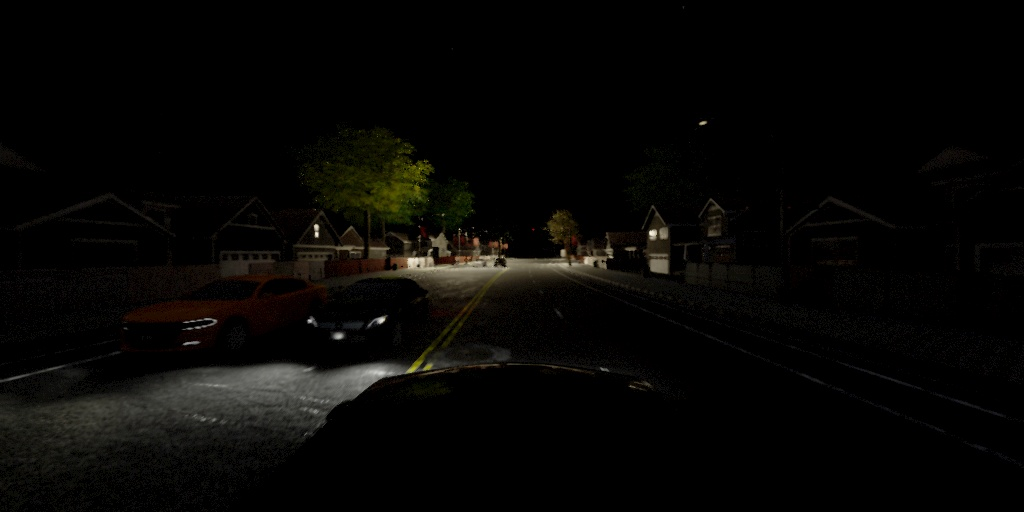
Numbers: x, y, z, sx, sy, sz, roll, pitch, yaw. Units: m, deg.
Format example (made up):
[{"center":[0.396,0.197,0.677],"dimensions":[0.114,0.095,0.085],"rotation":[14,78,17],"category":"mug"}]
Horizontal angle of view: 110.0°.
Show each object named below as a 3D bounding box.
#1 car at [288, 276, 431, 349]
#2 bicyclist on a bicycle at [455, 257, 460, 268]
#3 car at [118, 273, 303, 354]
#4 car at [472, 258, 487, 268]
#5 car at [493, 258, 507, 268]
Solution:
[{"center":[-3.349,1.270,9.234],"dimensions":[1.812,1.442,4.674],"rotation":[0,0,0],"category":"car"},{"center":[-7.789,0.991,50.949],"dimensions":[0.659,1.776,1.843],"rotation":[0,0,4],"category":"bicyclist on a bicycle"},{"center":[-6.599,1.222,8.979],"dimensions":[1.882,1.535,5.008],"rotation":[0,0,0],"category":"car"},{"center":[-5.140,1.120,57.637],"dimensions":[1.812,1.442,4.674],"rotation":[0,0,4],"category":"car"},{"center":[-1.866,1.104,57.812],"dimensions":[1.837,1.490,4.892],"rotation":[0,0,4],"category":"car"}]
